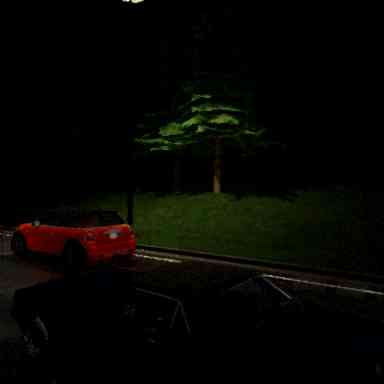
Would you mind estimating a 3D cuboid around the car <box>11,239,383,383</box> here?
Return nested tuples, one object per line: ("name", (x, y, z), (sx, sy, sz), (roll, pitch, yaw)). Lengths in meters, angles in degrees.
("car", (-0.276, 1.595, 4.189), (4.718, 1.301, 1.895), (0, 0, 36))

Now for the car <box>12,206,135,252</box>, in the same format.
("car", (-4.086, 1.328, 11.210), (4.553, 1.767, 2.097), (0, 0, 35))
